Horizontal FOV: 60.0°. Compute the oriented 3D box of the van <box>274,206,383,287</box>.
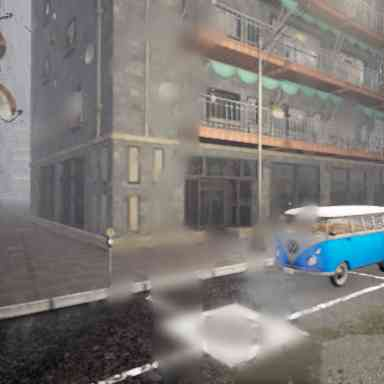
[{"bbox_3d":[3.956,1.289,8.909,3.998,1.788,1.690,0,1,-36],"label":"van"}]
